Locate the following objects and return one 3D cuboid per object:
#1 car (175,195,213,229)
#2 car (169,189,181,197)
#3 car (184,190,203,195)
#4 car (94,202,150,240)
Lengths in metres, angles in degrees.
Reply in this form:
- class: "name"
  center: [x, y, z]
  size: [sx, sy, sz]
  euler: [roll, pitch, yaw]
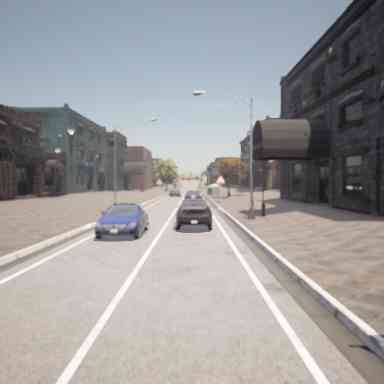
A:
- class: "car"
  center: [0.118, 1.130, 18.348]
  size: [1.837, 1.490, 4.892]
  euler: [0, 1, 0]
- class: "car"
  center: [-2.971, 0.184, 58.617]
  size: [1.994, 1.385, 4.181]
  euler: [0, 2, 1]
- class: "car"
  center: [0.144, 0.520, 37.382]
  size: [2.097, 1.767, 4.553]
  euler: [0, 1, 0]
- class: "car"
  center: [-3.072, 1.234, 15.382]
  size: [1.812, 1.442, 4.674]
  euler: [0, 1, 0]
